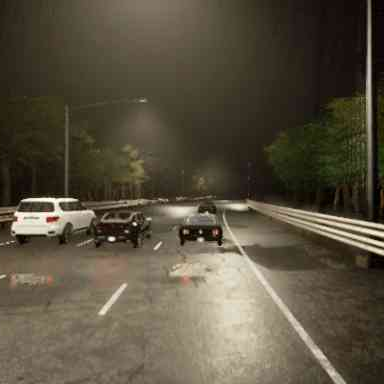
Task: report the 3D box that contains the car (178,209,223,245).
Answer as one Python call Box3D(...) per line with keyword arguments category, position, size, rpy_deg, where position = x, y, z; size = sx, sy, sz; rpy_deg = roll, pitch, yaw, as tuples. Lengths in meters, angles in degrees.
Box3D(category="car", position=(0.455, 1.700, 15.992), size=(1.895, 1.301, 4.718), rpy_deg=(0, 0, 2))

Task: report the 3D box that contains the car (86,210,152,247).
Box3D(category="car", position=(-3.049, 1.596, 15.415), size=(1.837, 1.490, 4.892), rpy_deg=(0, 0, 2))

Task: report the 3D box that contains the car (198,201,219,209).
Box3D(category="car", position=(1.615, 1.713, 33.841), size=(1.837, 1.490, 4.892), rpy_deg=(0, 0, 5))

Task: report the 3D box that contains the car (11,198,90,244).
Box3D(category="car", position=(-6.521, 1.314, 16.407), size=(2.150, 2.045, 5.566), rpy_deg=(0, 0, 2))
